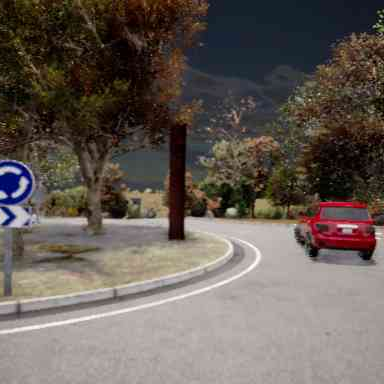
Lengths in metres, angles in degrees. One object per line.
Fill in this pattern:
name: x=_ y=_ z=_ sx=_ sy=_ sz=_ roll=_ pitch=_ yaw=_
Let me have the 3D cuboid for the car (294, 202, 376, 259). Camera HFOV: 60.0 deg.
car: x=5.785 y=1.450 z=13.918 sx=2.150 sy=2.045 sz=5.566 roll=2 pitch=0 yaw=11

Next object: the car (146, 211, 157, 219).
car: x=-9.019 y=5.322 z=74.311 sx=2.150 sy=2.045 sz=5.566 roll=1 pitch=-7 yaw=-2
